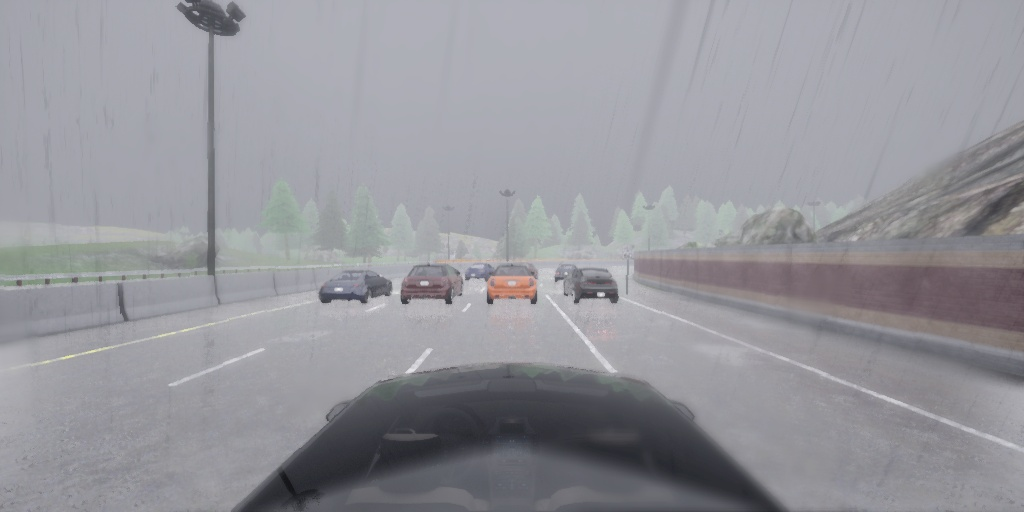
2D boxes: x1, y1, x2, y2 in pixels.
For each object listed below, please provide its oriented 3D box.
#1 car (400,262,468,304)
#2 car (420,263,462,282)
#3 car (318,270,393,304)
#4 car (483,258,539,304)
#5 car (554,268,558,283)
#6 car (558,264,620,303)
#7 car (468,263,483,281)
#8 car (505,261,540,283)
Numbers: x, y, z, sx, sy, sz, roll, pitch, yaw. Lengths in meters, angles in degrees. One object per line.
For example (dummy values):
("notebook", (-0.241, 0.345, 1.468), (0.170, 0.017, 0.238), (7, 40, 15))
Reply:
("car", (-3.500, 1.115, 16.470), (2.097, 1.767, 4.553), (0, 0, 0))
("car", (-5.893, 1.321, 30.300), (1.994, 1.385, 4.181), (0, 0, 12))
("car", (-7.000, 1.321, 16.500), (1.994, 1.385, 4.181), (0, 0, 0))
("car", (0.000, 1.115, 16.470), (2.097, 1.767, 4.553), (0, 0, 0))
("car", (4.369, 1.312, 28.076), (2.033, 1.411, 5.357), (0, 0, 12))
("car", (3.500, 1.265, 16.500), (1.837, 1.490, 4.892), (0, 0, 0))
("car", (-2.473, 1.282, 29.559), (1.812, 1.442, 4.674), (0, 0, 12))
("car", (0.948, 1.234, 28.818), (1.882, 1.535, 5.008), (0, 0, 12))
